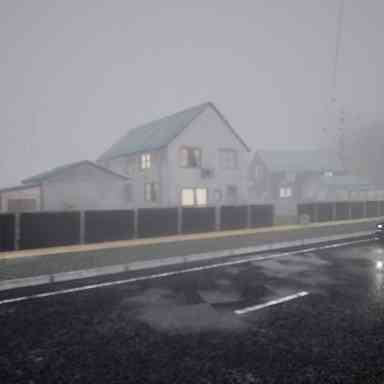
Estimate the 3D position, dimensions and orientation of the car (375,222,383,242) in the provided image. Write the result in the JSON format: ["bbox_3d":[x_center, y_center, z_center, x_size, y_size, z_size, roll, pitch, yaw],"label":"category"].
[{"bbox_3d":[10.250,1.568,14.987,4.718,1.301,1.895,0,0,-35],"label":"car"}]
